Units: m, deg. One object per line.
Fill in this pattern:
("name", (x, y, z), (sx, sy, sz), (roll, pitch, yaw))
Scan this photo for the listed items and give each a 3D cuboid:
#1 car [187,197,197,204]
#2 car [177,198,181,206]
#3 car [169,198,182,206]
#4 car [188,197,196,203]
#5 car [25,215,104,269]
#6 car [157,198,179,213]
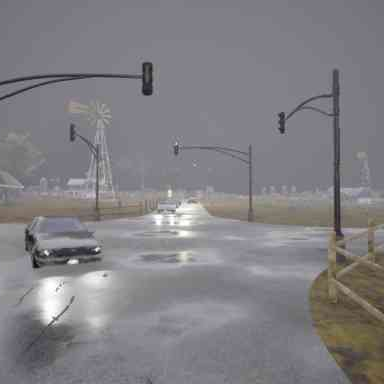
("car", (0.043, 1.788, 69.196), (1.812, 1.442, 4.674), (0, 0, 0))
("car", (-2.869, 1.644, 48.626), (1.837, 1.490, 4.892), (0, 0, 0))
("car", (-2.854, 1.746, 59.191), (2.033, 1.411, 5.357), (0, 0, 0))
("car", (-0.056, 1.860, 79.208), (1.812, 1.442, 4.674), (0, 0, 0))
("car", (-4.666, 1.528, 11.571), (2.033, 1.411, 5.357), (1, 0, -31))
("car", (-2.873, 1.691, 38.243), (1.895, 1.301, 4.718), (0, 0, 0))
